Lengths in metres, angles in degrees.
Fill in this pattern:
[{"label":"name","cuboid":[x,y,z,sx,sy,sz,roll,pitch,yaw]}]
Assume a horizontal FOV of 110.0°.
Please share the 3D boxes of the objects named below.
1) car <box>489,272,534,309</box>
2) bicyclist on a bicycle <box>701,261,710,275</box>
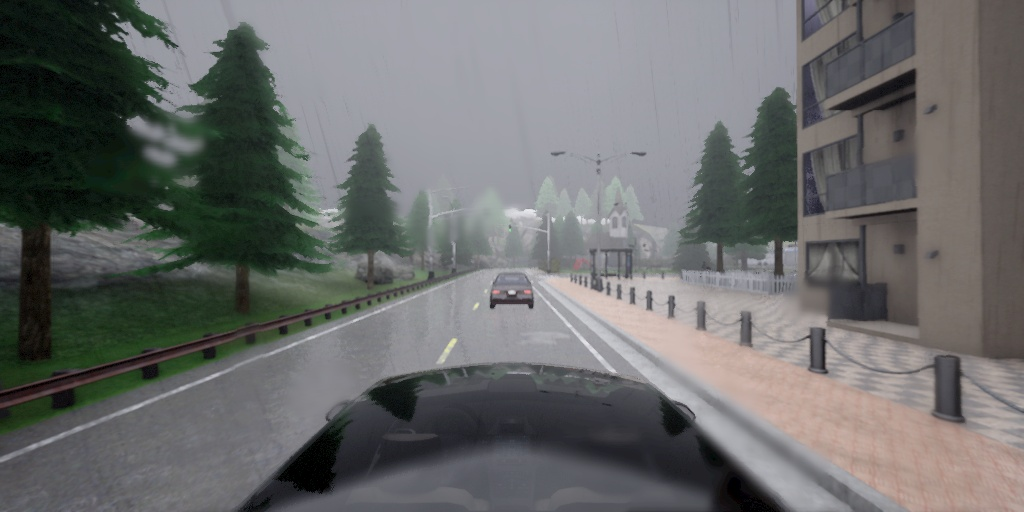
[{"label":"car","cuboid":[-0.006,1.429,15.838,2.033,1.411,5.357,0,-1,0]},{"label":"bicyclist on a bicycle","cuboid":[18.339,1.336,33.992,0.582,1.620,1.656,0,-1,0]}]
